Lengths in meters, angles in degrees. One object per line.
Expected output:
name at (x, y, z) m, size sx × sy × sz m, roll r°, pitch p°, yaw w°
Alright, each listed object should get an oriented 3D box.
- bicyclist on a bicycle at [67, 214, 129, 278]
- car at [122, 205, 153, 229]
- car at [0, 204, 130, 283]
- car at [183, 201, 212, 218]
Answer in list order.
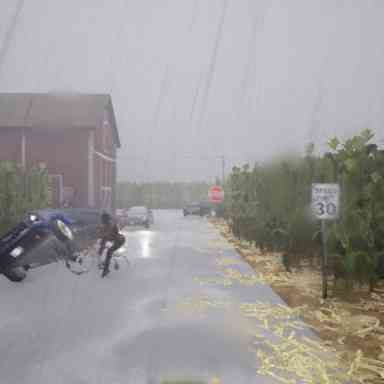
bicyclist on a bicycle at (-2.301, 1.426, 8.709) m, size 1.656 × 1.620 × 0.582 m, roll 18°, pitch -7°, yaw -28°
car at (-3.694, 1.641, 22.678) m, size 1.812 × 1.442 × 4.674 m, roll 0°, pitch 0°, yaw -1°
car at (-3.835, 1.232, 9.817) m, size 1.895 × 1.301 × 4.718 m, roll -39°, pitch -8°, yaw 5°
car at (0.664, 1.585, 31.909) m, size 2.128 × 1.511 × 4.902 m, roll 0°, pitch 0°, yaw 18°
